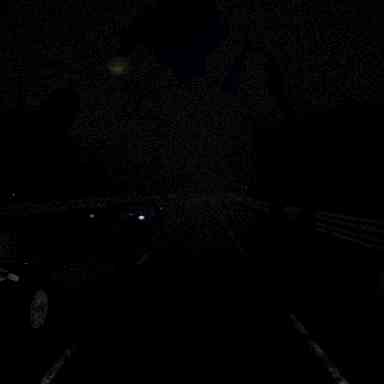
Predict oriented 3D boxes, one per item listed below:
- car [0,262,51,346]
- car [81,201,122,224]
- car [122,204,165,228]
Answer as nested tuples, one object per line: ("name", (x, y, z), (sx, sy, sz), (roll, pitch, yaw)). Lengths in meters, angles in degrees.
("car", (-3.356, 1.477, 3.834), (2.128, 1.511, 4.902), (0, 0, 0))
("car", (-6.364, 1.399, 24.002), (1.882, 1.535, 5.008), (0, 0, 2))
("car", (-2.943, 1.493, 21.858), (1.994, 1.385, 4.181), (0, 0, 2))
